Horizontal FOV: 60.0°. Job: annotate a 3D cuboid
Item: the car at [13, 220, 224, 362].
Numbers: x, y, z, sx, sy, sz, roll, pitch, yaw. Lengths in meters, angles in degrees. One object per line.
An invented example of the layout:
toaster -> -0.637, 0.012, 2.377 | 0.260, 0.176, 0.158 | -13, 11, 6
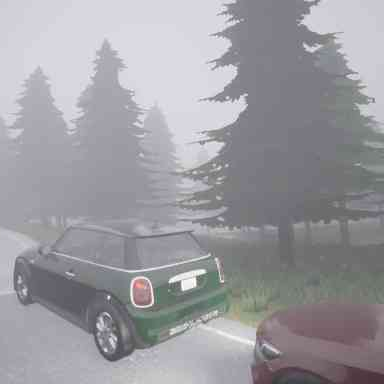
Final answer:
car -> -1.577, 1.309, 6.208 | 4.553, 1.767, 2.097 | 1, 1, 44

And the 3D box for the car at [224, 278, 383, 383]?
car -> 2.757, 1.532, 2.592 | 4.674, 1.442, 1.812 | 1, 0, 36
